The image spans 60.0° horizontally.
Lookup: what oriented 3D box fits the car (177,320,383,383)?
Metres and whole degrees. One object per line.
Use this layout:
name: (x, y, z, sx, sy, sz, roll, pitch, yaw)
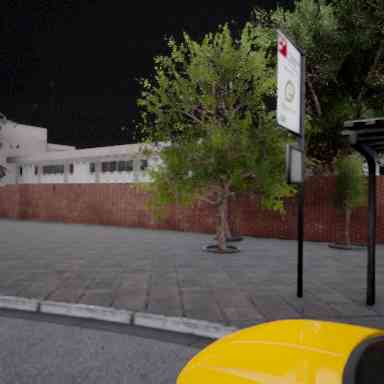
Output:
car: (2.150, 1.477, 1.674, 5.008, 1.535, 1.882, 0, 0, 34)
